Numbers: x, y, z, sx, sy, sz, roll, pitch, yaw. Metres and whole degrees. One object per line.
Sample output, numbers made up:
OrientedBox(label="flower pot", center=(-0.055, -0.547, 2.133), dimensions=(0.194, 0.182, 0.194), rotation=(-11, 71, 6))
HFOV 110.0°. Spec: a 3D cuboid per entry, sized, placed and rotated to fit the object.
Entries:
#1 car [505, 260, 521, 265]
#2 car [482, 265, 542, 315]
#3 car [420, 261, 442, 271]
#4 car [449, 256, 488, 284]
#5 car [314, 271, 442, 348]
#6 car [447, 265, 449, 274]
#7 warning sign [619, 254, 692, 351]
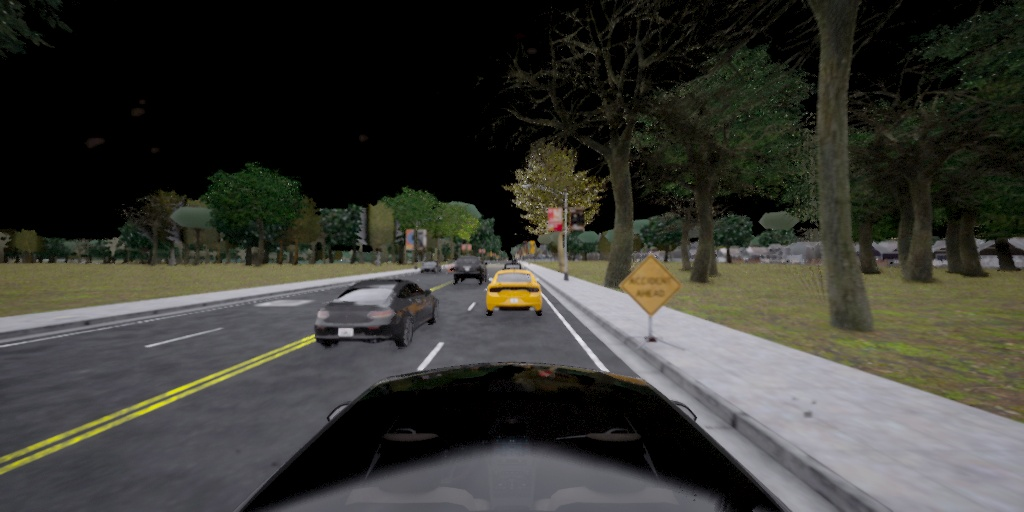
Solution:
OrientedBox(label="car", center=(0.083, 1.349, 29.350), dimensions=(1.837, 1.490, 4.892), rotation=(0, 0, 0))
OrientedBox(label="car", center=(0.081, 1.268, 13.855), dimensions=(1.882, 1.535, 5.008), rotation=(0, 0, 0))
OrientedBox(label="car", center=(-9.845, 1.399, 43.829), dimensions=(1.837, 1.490, 4.892), rotation=(0, 0, 0))
OrientedBox(label="car", center=(-3.167, 1.060, 28.112), dimensions=(2.150, 2.045, 5.566), rotation=(0, 0, 0))
OrientedBox(label="car", center=(-3.182, 1.299, 9.207), dimensions=(1.812, 1.442, 4.674), rotation=(0, 0, 0))
OrientedBox(label="car", center=(-6.594, 1.246, 43.891), dimensions=(2.097, 1.767, 4.553), rotation=(0, 0, 0))
OrientedBox(label="warning sign", center=(2.849, 0.883, 7.384), dimensions=(1.300, 1.860, 1.060), rotation=(0, 0, 0))
